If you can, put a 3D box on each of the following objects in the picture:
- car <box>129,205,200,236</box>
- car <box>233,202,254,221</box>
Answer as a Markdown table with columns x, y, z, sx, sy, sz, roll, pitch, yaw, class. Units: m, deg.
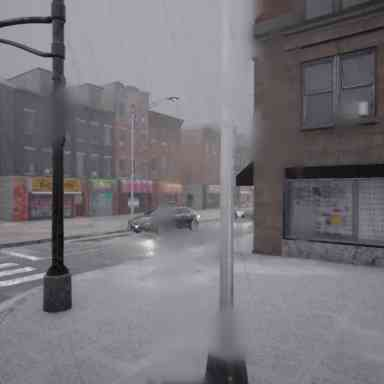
| x | y | z | sx | sy | sz | roll | pitch | yaw | class |
| --- | --- | --- | --- | --- | --- | --- | --- | --- | --- |
| -1.424 | 1.551 | 18.934 | 1.837 | 1.490 | 4.892 | 0 | -1 | 35 | car |
| 5.202 | 1.572 | 28.215 | 2.128 | 1.511 | 4.902 | 0 | 0 | 37 | car |
